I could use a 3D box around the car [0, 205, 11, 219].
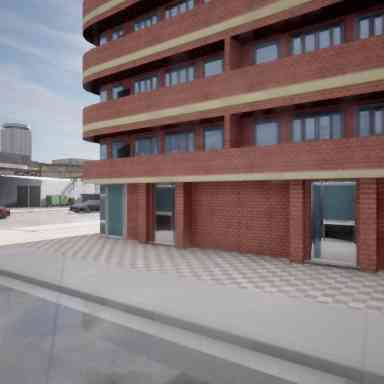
[{"bbox_3d":[-17.076,1.564,26.926,1.994,1.385,4.181,0,0,34],"label":"car"}]

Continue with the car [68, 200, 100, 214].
[{"bbox_3d":[-10.680,1.548,36.232,2.033,1.411,5.357,0,0,34],"label":"car"}]
